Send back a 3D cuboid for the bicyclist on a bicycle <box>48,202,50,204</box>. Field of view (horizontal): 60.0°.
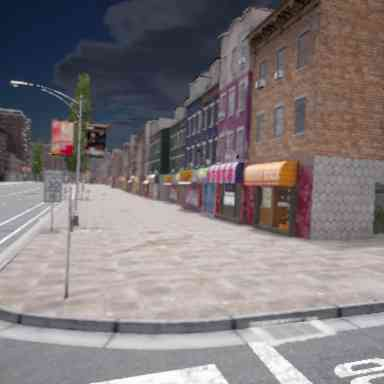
[{"bbox_3d":[-15.779,0.382,36.798,0.659,1.776,1.843,2,1,-18],"label":"bicyclist on a bicycle"}]
